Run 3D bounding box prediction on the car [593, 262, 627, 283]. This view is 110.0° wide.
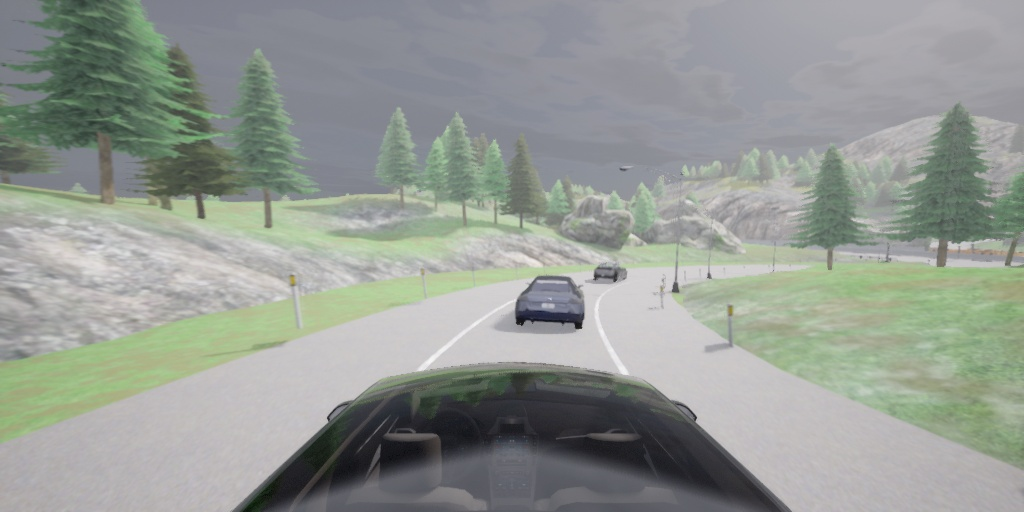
[{"bbox_3d":[8.173,1.290,29.514,2.128,1.511,4.902,4,2,30],"label":"car"}]

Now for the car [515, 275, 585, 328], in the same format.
[{"bbox_3d":[1.347,1.308,11.610,1.994,1.385,4.181,2,0,11],"label":"car"}]
